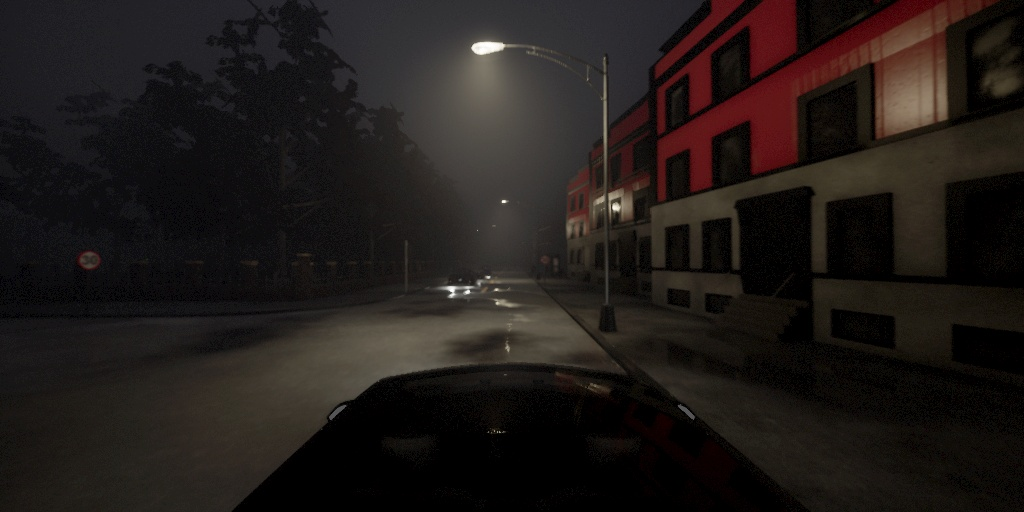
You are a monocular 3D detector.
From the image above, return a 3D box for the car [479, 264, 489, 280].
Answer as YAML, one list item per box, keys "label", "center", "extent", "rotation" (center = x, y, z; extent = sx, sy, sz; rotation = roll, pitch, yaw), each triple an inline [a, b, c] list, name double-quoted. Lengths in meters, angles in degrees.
- label: "car"
  center: [-3.931, 1.771, 38.829]
  extent: [2.033, 1.411, 5.357]
  rotation: [0, -1, 0]

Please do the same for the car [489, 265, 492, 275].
- label: "car"
  center: [-3.859, 1.832, 49.241]
  extent: [1.882, 1.535, 5.008]
  rotation: [0, -1, 1]

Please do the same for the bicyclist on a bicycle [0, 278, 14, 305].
- label: "bicyclist on a bicycle"
  center: [-21.787, 1.305, 14.862]
  extent: [0.582, 1.620, 1.656]
  rotation: [0, 0, 0]

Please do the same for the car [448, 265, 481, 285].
- label: "car"
  center: [-3.972, 1.671, 29.538]
  extent: [1.994, 1.385, 4.181]
  rotation: [0, -1, 0]
